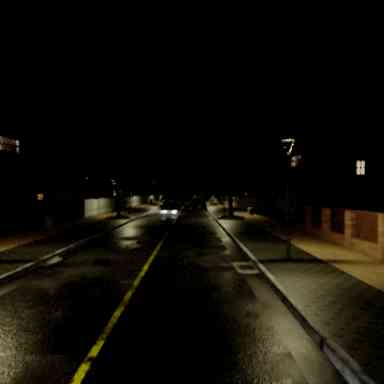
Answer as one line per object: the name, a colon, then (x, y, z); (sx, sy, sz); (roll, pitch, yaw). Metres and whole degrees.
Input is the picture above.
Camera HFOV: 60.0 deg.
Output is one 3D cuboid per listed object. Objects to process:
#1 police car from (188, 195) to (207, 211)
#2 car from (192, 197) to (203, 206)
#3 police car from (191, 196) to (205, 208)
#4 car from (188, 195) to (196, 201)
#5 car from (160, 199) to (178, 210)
police car: (0.840, 1.447, 40.510); (1.930, 1.638, 5.238); (0, 0, 0)
car: (0.846, 1.570, 56.402); (1.837, 1.490, 4.892); (0, 0, 0)
police car: (0.844, 1.472, 50.512); (1.930, 1.638, 5.238); (0, 0, 0)
car: (0.035, 1.614, 91.821); (1.994, 1.385, 4.181); (0, 0, 0)
car: (-2.824, 1.588, 41.849); (1.994, 1.385, 4.181); (0, 0, 0)
